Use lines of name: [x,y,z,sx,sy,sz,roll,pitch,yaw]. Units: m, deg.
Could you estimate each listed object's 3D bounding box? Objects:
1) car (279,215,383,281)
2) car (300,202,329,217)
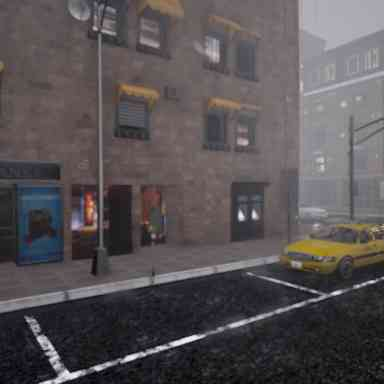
car: [4.621,1.525,9.865,4.829,1.417,1.752,0,0,-36]
car: [8.704,1.510,27.015,1.812,1.442,4.674,0,0,-34]
